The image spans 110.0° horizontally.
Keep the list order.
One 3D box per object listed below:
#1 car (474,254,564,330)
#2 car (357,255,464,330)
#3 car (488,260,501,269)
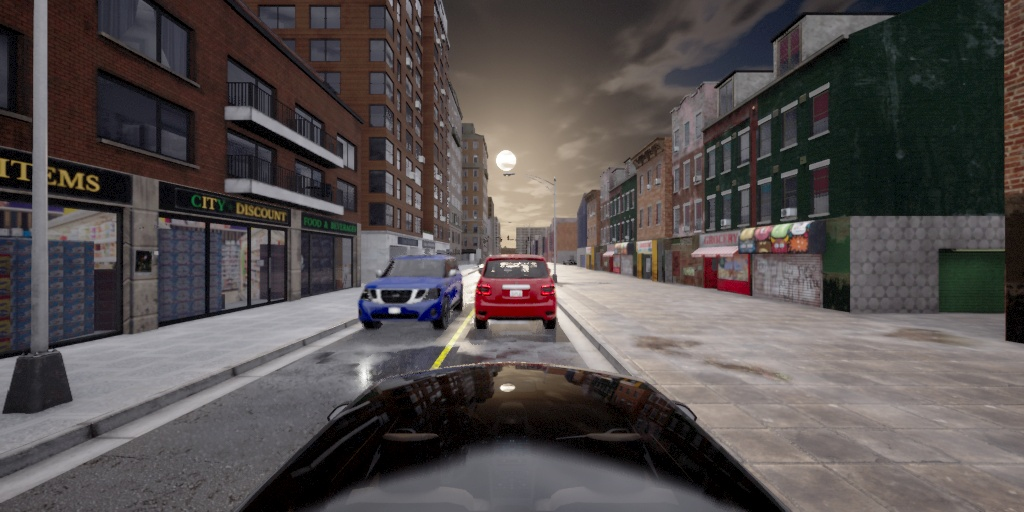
[{"bbox_3d":[0.093,0.972,11.249,2.150,2.045,5.566,0,0,0],"label":"car"},{"bbox_3d":[-2.862,0.971,11.477,2.150,2.045,5.566,0,0,0],"label":"car"},{"bbox_3d":[-2.808,1.356,57.489,1.895,1.301,4.718,0,0,0],"label":"car"}]
